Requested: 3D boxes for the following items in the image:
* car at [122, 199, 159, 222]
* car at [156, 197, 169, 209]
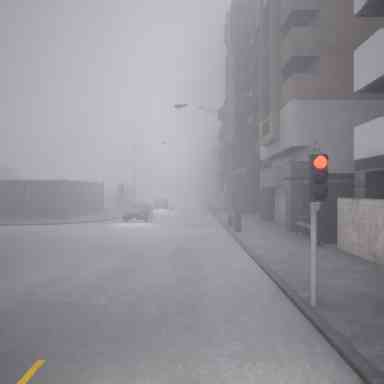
[{"bbox_3d":[-4.127,1.547,26.290,2.033,1.411,5.357,0,0,0],"label":"car"},{"bbox_3d":[-4.134,1.491,45.206,2.128,1.511,4.902,0,0,0],"label":"car"}]
